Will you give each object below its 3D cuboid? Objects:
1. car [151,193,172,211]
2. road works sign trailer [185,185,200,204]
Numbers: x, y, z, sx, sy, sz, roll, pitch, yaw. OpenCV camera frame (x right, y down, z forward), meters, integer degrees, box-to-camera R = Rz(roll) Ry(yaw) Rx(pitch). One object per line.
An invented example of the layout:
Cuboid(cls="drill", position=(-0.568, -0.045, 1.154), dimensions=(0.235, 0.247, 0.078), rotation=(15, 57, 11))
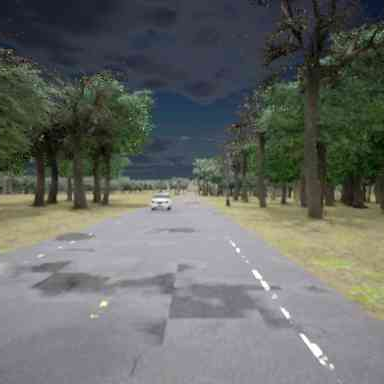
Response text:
Cuboid(cls="car", position=(-3.593, 1.146, 39.747), dimensions=(2.150, 2.045, 5.566), rotation=(0, 0, 0))
Cuboid(cls="road works sign trailer", position=(0.193, 0.371, 63.317), dimensions=(2.380, 3.560, 2.880), rotation=(0, 0, -8))
